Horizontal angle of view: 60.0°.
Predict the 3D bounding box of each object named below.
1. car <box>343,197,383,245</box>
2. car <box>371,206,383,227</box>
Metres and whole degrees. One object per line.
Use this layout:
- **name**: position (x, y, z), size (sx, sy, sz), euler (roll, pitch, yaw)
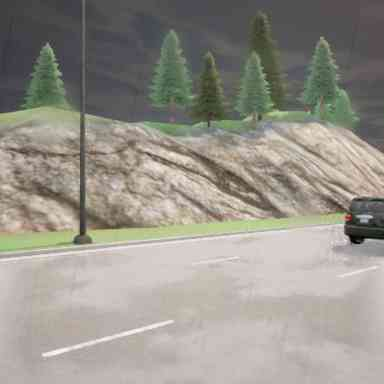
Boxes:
- **car**: position (8.803, 1.219, 14.351), size (5.566, 2.045, 2.150), euler (0, 0, -36)
- **car**: position (14.282, 1.600, 22.581), size (4.718, 1.301, 1.895), euler (0, 0, -36)
